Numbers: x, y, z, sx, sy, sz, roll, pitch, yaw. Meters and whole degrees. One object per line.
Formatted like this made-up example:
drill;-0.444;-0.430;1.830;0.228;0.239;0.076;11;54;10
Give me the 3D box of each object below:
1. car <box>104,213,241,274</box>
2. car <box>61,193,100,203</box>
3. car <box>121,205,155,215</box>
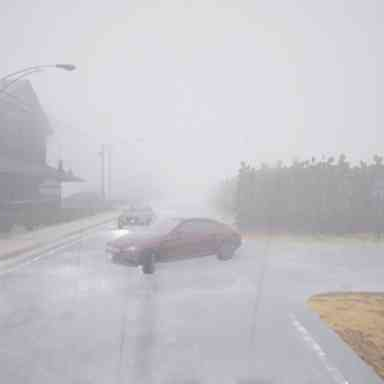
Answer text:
car;-0.446;1.509;10.644;4.674;1.442;1.812;0;-1;-38
car;-15.918;1.120;46.912;5.566;2.045;2.150;0;0;-3
car;-3.458;1.530;21.496;1.994;1.385;4.181;0;0;1
